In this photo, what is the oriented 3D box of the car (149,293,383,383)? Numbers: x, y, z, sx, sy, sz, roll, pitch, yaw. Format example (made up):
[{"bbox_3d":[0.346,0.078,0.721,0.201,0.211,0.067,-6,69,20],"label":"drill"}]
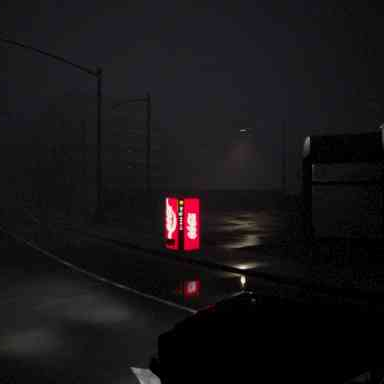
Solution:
[{"bbox_3d":[1.901,1.599,2.683,4.718,1.301,1.895,0,0,36],"label":"car"}]

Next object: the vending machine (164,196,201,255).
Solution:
[{"bbox_3d":[-0.354,1.195,12.567,1.100,2.100,0.880,0,0,-40],"label":"vending machine"}]
